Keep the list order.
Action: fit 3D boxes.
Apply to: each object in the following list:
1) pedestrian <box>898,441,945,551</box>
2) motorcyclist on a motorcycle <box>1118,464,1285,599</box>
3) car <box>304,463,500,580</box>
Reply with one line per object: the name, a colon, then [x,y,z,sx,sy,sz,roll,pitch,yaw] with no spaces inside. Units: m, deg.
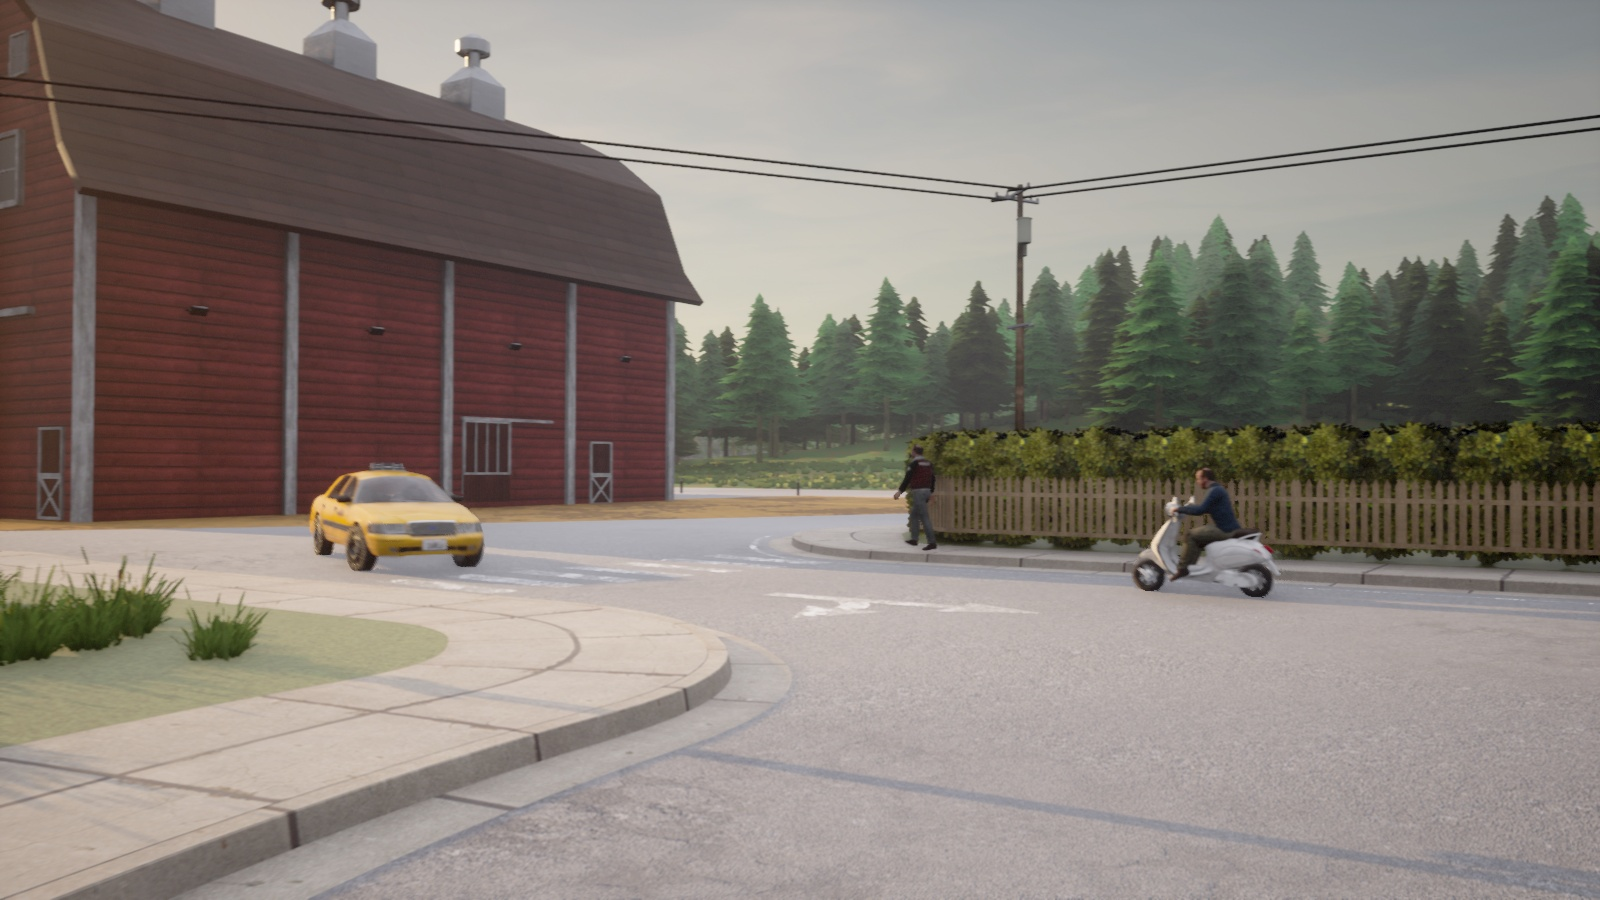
pedestrian: [2.087,0.776,21.592,0.376,1.854,0.720,1,-1,-43]
motorcyclist on a motorcycle: [5.018,0.979,15.720,1.817,1.590,0.866,-1,-1,33]
car: [-6.624,1.035,20.440,1.801,1.575,5.366,0,0,-31]
